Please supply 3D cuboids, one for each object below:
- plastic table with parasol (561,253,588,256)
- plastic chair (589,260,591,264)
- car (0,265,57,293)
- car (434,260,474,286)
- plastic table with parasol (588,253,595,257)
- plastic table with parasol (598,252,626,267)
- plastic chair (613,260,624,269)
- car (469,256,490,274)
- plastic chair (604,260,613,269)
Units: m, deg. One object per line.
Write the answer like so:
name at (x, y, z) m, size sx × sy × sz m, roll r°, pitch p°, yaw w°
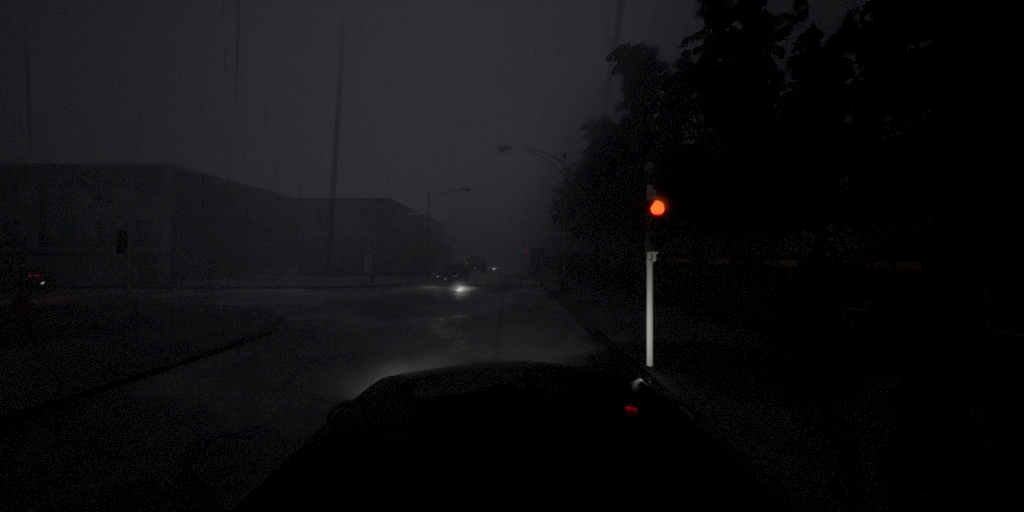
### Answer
plastic table with parasol at (10.021, 0.684, 57.859) m, size 2.482 × 2.480 × 2.482 m, roll 0°, pitch 0°, yaw -40°
plastic chair at (13.770, 1.304, 62.443) m, size 0.730 × 1.272 × 0.750 m, roll 0°, pitch 0°, yaw -35°
car at (-28.673, 1.255, 20.076) m, size 4.892 × 1.490 × 1.837 m, roll 0°, pitch 0°, yaw 0°
car at (-4.218, 1.255, 25.775) m, size 1.837 × 1.490 × 4.892 m, roll 0°, pitch 0°, yaw 3°
plastic table with parasol at (14.722, 0.673, 63.330) m, size 2.482 × 2.480 × 2.482 m, roll 0°, pitch 0°, yaw -42°
plastic table with parasol at (15.338, 0.694, 55.115) m, size 2.482 × 2.480 × 2.482 m, roll 0°, pitch 0°, yaw -40°
plastic chair at (16.070, 1.296, 54.116) m, size 0.750 × 1.272 × 0.730 m, roll 0°, pitch 0°, yaw -40°
car at (-4.066, 0.971, 41.736) m, size 2.150 × 2.045 × 5.566 m, roll 0°, pitch 0°, yaw 0°
plastic chair at (14.364, 1.306, 54.214) m, size 0.730 × 1.272 × 0.750 m, roll 0°, pitch 0°, yaw -35°
